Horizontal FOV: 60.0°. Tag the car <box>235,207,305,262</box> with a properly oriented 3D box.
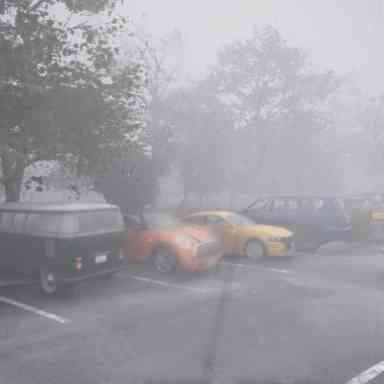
[{"bbox_3d":[1.131,1.438,11.980,5.008,1.535,2.097,-1,-1,35],"label":"car"}]

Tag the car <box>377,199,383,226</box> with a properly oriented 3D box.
[{"bbox_3d":[10.940,1.338,18.744,5.366,1.575,1.946,-1,-1,34],"label":"car"}]

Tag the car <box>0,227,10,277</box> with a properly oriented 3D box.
[{"bbox_3d":[-6.134,1.523,6.836,4.792,1.488,2.163,-1,0,35],"label":"car"}]

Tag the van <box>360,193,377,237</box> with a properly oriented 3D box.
[{"bbox_3d":[5.856,1.170,15.463,4.442,1.987,1.878,-1,0,35],"label":"van"}]

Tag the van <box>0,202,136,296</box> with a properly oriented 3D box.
[{"bbox_3d":[-3.795,1.252,8.599,4.442,1.987,1.878,-1,0,35],"label":"van"}]

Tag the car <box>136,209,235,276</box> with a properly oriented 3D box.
[{"bbox_3d":[-1.306,1.333,10.274,4.553,1.767,2.185,-1,-1,35],"label":"car"}]

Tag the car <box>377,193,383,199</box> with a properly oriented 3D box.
[{"bbox_3d":[13.217,1.067,20.537,5.566,2.045,2.435,-1,-1,35],"label":"car"}]

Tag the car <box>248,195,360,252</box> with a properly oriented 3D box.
[{"bbox_3d":[3.516,1.166,13.704,5.566,2.045,2.435,-1,0,35],"label":"car"}]
